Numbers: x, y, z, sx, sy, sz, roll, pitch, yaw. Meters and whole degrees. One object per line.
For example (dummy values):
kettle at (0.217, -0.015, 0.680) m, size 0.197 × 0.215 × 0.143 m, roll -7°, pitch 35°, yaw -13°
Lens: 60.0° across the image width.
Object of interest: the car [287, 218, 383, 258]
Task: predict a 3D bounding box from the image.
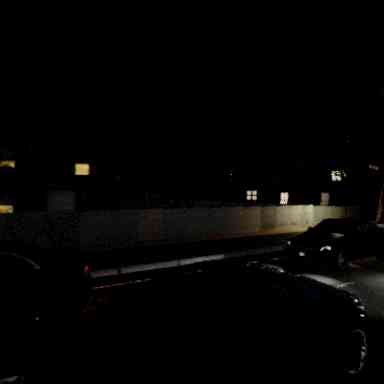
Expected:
car at (5.238, 1.657, 11.619) m, size 4.674 × 1.442 × 1.812 m, roll 1°, pitch -1°, yaw -37°

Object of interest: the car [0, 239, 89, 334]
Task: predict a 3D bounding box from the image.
car at (-3.960, 1.497, 4.893) m, size 4.902 × 1.511 × 2.128 m, roll 1°, pitch -1°, yaw -36°

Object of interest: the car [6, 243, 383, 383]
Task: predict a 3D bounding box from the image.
car at (0.327, 1.597, 3.977) m, size 4.181 × 1.385 × 1.994 m, roll 1°, pitch -1°, yaw -37°
